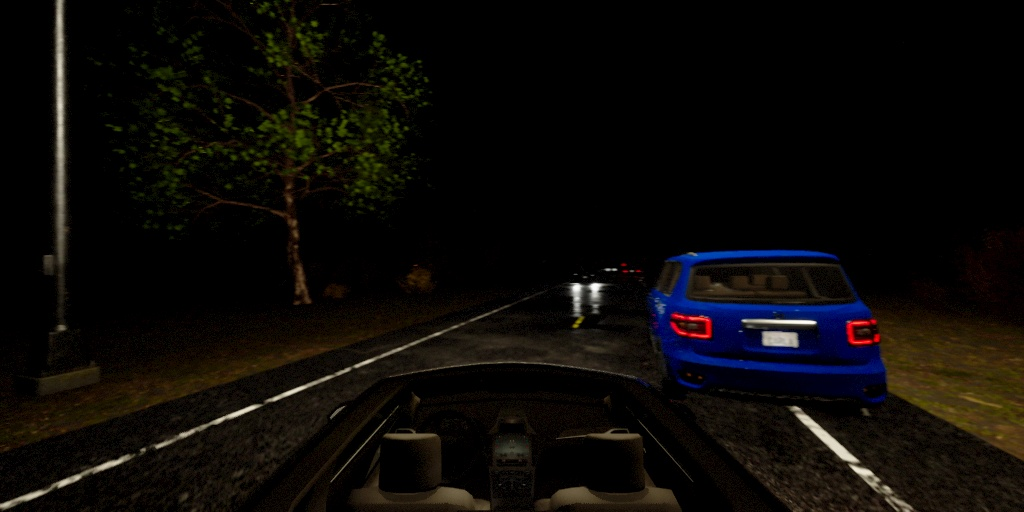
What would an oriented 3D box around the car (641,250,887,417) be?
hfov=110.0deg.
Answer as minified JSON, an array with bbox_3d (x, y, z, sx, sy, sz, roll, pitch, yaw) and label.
[{"bbox_3d":[3.555,0.955,6.206,2.150,2.045,5.566,-1,-1,18],"label":"car"}]

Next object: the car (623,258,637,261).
[{"bbox_3d":[15.349,1.281,46.514,2.150,2.045,5.566,-1,-1,19],"label":"car"}]

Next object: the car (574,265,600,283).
[{"bbox_3d":[6.648,1.510,31.421,1.837,1.490,4.892,-1,-1,18],"label":"car"}]

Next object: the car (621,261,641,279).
[{"bbox_3d":[12.173,1.518,36.513,2.033,1.411,5.357,-1,-1,18],"label":"car"}]
